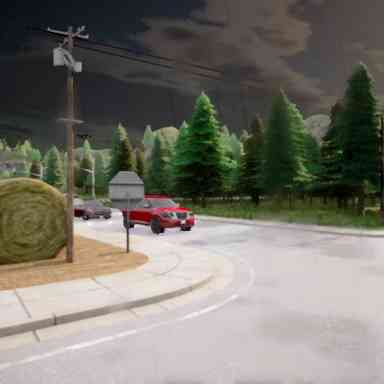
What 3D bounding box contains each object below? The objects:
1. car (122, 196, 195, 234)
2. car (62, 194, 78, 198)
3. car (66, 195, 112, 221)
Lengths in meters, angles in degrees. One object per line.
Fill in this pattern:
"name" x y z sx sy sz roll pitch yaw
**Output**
"car" -2.182 1.257 19.829 2.150 2.045 5.566 0 0 -38
"car" -16.562 1.255 43.872 2.150 2.045 5.566 0 0 -38
"car" -8.459 1.385 27.762 2.097 1.767 4.553 0 0 -38
